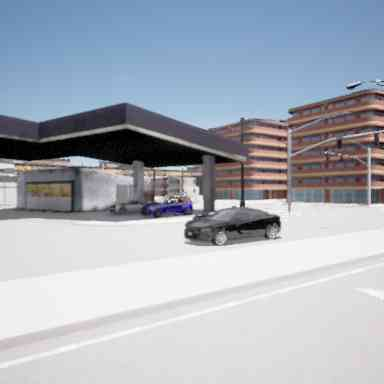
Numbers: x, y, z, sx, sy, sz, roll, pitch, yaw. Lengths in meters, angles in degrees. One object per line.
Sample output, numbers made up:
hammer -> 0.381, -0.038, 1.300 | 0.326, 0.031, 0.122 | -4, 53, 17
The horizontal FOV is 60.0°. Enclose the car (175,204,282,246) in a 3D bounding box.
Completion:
car -> 1.963, 1.444, 15.184 | 5.008, 1.535, 1.882 | 0, 0, -35

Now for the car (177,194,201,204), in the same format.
car -> -0.612, 1.239, 60.477 | 2.097, 1.767, 4.553 | 0, 0, -36

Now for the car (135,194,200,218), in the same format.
car -> -2.085, 1.247, 28.434 | 4.611, 1.667, 2.242 | 0, 0, -35

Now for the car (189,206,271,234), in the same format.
car -> 2.325, 1.558, 19.741 | 4.718, 1.301, 1.895 | 0, 0, -35

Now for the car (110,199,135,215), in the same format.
car -> -6.042, 1.410, 32.669 | 3.806, 1.475, 1.970 | 0, 0, -35
